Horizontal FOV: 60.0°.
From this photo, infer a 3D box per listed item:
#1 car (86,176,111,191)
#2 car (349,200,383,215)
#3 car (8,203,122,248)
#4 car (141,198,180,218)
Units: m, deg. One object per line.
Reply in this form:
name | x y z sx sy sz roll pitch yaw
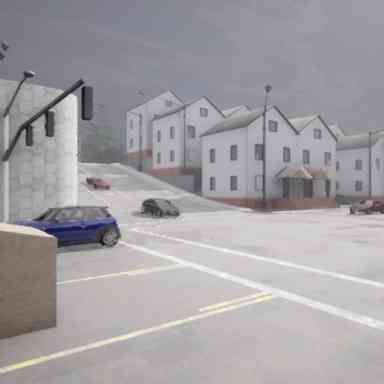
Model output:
car | -11.956 -1.169 42.330 1.895 1.301 4.718 0 14 -34
car | 17.945 1.520 33.812 4.674 1.442 1.812 0 0 -35
car | -5.192 1.351 13.184 4.553 1.767 2.097 0 0 -38
car | -2.814 1.326 29.009 1.837 1.490 4.892 0 4 -34
